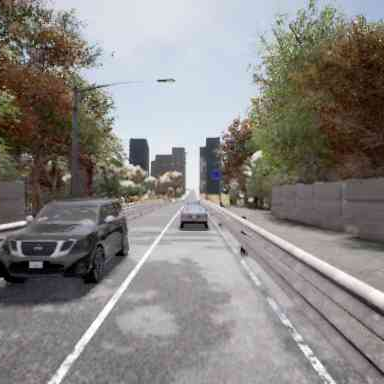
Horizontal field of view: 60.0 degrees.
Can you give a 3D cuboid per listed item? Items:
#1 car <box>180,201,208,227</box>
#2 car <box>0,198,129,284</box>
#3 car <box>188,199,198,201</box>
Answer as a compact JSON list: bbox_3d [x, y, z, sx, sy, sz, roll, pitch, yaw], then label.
[{"bbox_3d":[0.136,1.557,22.565,2.033,1.411,5.357,0,0,0],"label":"car"},{"bbox_3d":[-3.336,1.213,9.886,2.150,2.045,5.566,0,0,0],"label":"car"},{"bbox_3d":[0.171,1.691,44.017,1.812,1.442,4.674,0,0,0],"label":"car"}]
